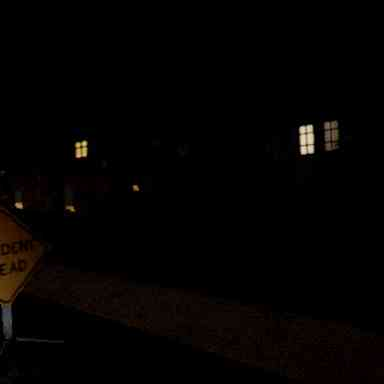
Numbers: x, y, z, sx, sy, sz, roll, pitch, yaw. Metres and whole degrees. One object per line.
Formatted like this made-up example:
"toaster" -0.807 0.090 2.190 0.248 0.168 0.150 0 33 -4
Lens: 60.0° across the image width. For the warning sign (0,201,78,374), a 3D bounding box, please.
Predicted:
"warning sign" -2.422 1.109 4.299 1.060 1.860 1.300 -3 1 35
